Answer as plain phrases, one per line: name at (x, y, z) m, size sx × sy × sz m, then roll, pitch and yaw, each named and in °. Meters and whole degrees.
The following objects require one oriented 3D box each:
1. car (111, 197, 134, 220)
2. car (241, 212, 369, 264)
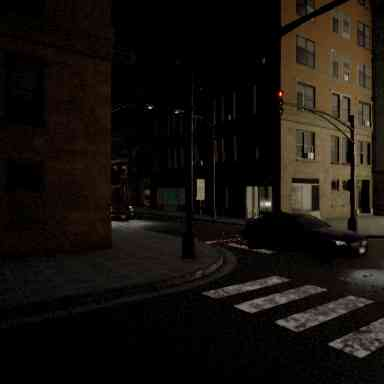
car at (-6.290, 1.221, 25.984) m, size 2.097 × 1.767 × 4.553 m, roll 0°, pitch 0°, yaw -36°
car at (3.794, 1.490, 11.971) m, size 1.812 × 1.442 × 4.674 m, roll 0°, pitch 0°, yaw -36°
